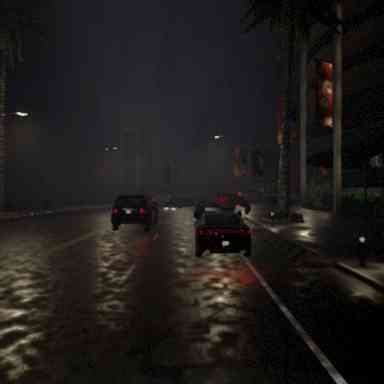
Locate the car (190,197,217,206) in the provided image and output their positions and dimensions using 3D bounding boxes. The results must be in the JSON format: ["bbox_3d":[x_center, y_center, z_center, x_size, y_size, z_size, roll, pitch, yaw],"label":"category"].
[{"bbox_3d":[1.123,1.431,28.410,1.812,1.442,4.674,0,0,4],"label":"car"}]

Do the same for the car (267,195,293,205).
[{"bbox_3d":[14.300,1.297,54.006,5.008,1.535,1.882,0,0,-35],"label":"car"}]

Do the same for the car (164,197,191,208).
[{"bbox_3d":[-1.739,1.393,46.174,2.033,1.411,5.357,0,0,29],"label":"car"}]

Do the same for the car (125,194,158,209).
[{"bbox_3d":[-6.605,1.206,43.851,2.097,1.767,4.553,0,0,25],"label":"car"}]

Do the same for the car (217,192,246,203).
[{"bbox_3d":[5.186,1.070,44.286,2.150,2.045,5.566,0,0,35],"label":"car"}]

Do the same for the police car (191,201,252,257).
[{"bbox_3d":[1.049,1.382,12.945,1.930,1.638,5.238,0,0,0],"label":"police car"}]

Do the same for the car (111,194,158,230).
[{"bbox_3d":[-3.396,1.153,20.512,2.150,2.045,5.566,0,0,0],"label":"car"}]

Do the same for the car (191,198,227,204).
[{"bbox_3d":[1.049,1.401,22.835,1.882,1.535,5.008,0,0,0],"label":"car"}]
